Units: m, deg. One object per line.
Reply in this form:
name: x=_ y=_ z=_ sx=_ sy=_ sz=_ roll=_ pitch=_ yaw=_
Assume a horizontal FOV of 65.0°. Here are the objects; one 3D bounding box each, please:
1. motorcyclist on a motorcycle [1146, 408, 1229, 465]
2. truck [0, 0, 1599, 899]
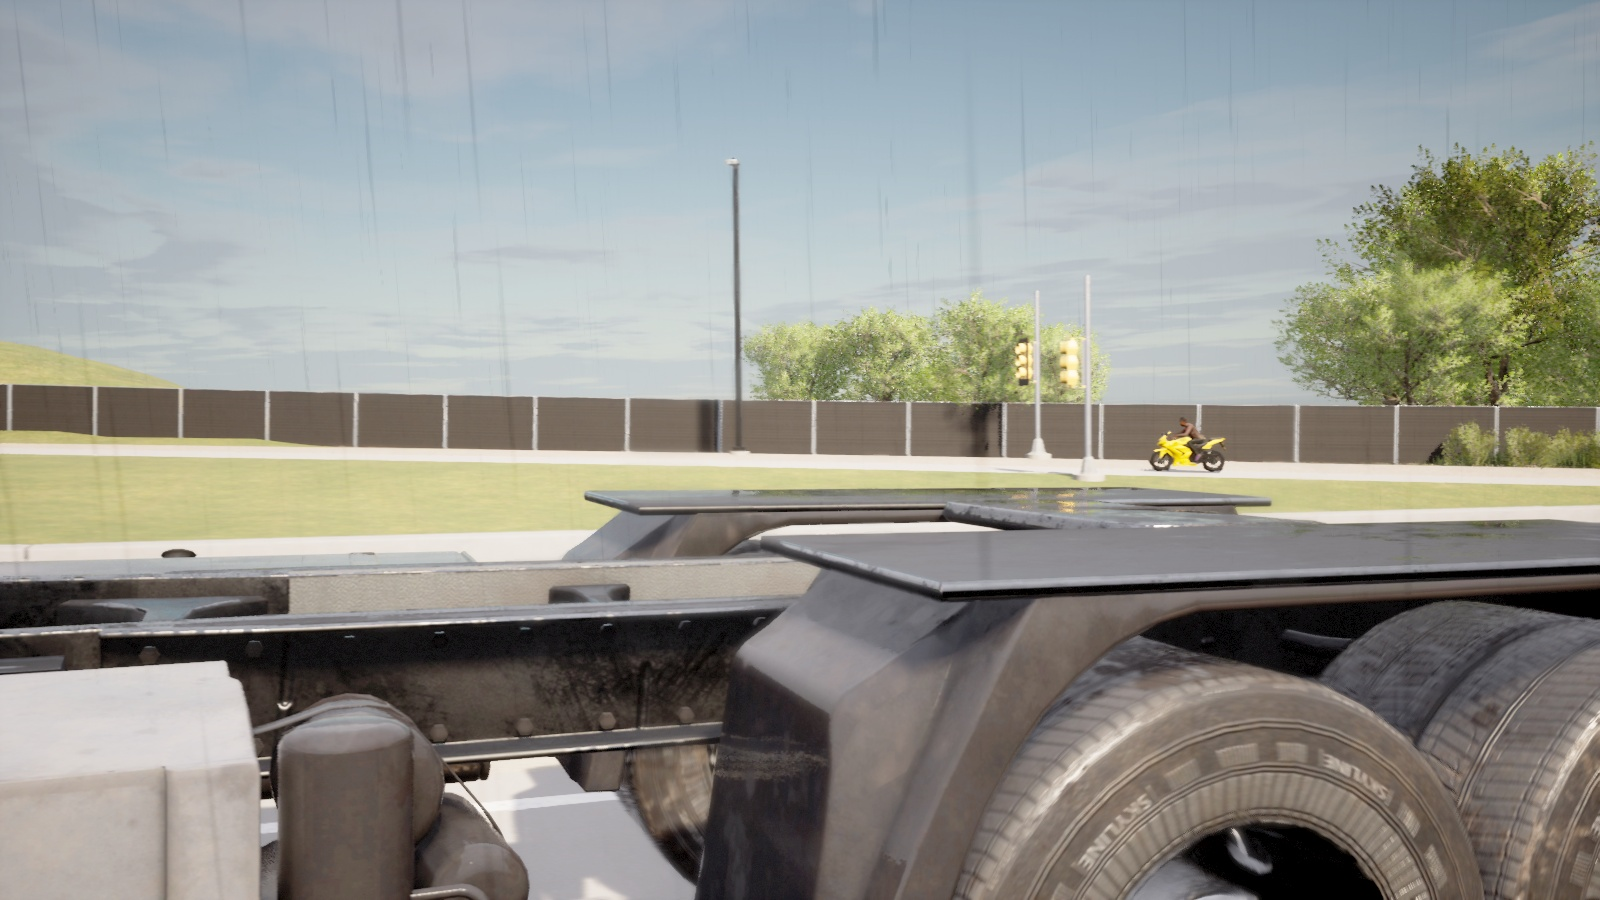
motorcyclist on a motorcycle: x=10.583 y=-0.374 z=34.320 sx=2.044 sy=1.523 sz=0.797 roll=-1 pitch=2 yaw=6
truck: x=-1.180 y=-0.216 z=2.779 sx=7.936 sy=3.462 sz=2.891 roll=-1 pitch=1 yaw=-21
